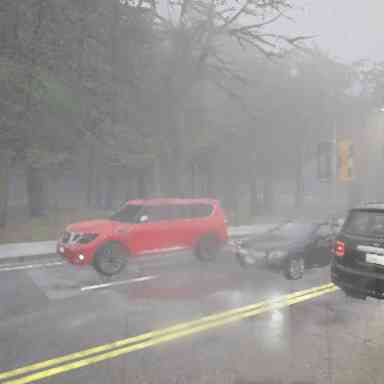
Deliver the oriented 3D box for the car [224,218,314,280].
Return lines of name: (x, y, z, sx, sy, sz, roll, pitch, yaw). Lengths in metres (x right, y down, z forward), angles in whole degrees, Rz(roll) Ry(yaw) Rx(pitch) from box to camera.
car: (3.420, 1.550, 10.117, 4.674, 1.442, 1.812, 0, 0, -36)

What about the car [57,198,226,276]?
car: (-1.311, 1.236, 10.732, 5.566, 2.045, 2.150, 0, 0, -35)

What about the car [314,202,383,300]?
car: (5.312, 1.245, 7.229, 5.566, 2.045, 2.150, 0, 0, -36)
